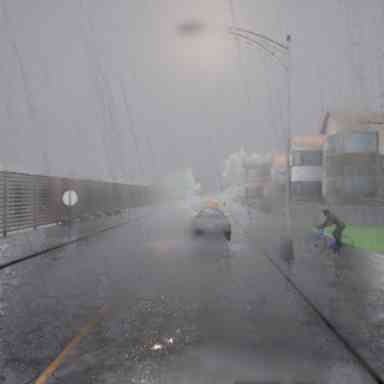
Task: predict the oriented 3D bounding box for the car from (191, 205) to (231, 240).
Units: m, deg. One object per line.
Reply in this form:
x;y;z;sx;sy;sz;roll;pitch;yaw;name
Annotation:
1.001;1.621;17.588;1.994;1.385;4.181;0;0;3;car

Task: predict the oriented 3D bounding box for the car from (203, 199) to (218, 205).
2.408;1.618;43.185;1.882;1.535;5.008;0;0;3;car

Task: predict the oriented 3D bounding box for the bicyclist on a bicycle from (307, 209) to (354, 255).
4.894;1.423;11.756;1.656;1.620;0.582;0;0;3;bicyclist on a bicycle
